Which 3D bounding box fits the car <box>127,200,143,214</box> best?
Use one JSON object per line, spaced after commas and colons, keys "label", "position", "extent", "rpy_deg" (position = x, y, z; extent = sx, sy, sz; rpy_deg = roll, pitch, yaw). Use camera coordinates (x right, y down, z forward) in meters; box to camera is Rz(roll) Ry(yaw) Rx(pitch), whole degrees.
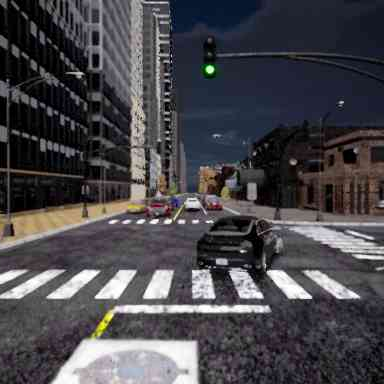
{"label": "car", "position": [-5.850, 1.552, 35.466], "extent": [1.752, 1.417, 4.829], "rpy_deg": [-1, 0, 0]}

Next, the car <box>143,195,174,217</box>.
{"label": "car", "position": [-3.104, 1.375, 31.791], "extent": [2.097, 1.767, 4.553], "rpy_deg": [0, 0, 0]}

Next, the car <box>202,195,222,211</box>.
{"label": "car", "position": [2.665, 1.471, 41.227], "extent": [1.967, 1.590, 4.097], "rpy_deg": [-1, 0, 0]}

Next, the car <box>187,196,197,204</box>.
{"label": "car", "position": [-0.004, 1.575, 64.223], "extent": [1.812, 1.442, 4.674], "rpy_deg": [0, 0, 0]}

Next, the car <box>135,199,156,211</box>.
{"label": "car", "position": [-5.680, 1.597, 41.279], "extent": [1.947, 1.339, 4.313], "rpy_deg": [-1, 0, 0]}

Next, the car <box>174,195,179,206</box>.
{"label": "car", "position": [-3.015, 1.517, 51.629], "extent": [1.882, 1.535, 5.008], "rpy_deg": [0, 0, 0]}

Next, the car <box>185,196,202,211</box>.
{"label": "car", "position": [0.088, 1.557, 41.972], "extent": [1.812, 1.442, 4.674], "rpy_deg": [0, 0, 0]}

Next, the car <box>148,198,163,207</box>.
{"label": "car", "position": [-5.684, 1.606, 52.568], "extent": [1.947, 1.339, 4.313], "rpy_deg": [-1, 0, 0]}

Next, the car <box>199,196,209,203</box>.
{"label": "car", "position": [2.656, 1.610, 75.092], "extent": [2.008, 1.369, 4.403], "rpy_deg": [-1, 0, 0]}

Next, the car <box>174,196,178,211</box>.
{"label": "car", "position": [-3.103, 1.595, 41.246], "extent": [1.994, 1.385, 4.181], "rpy_deg": [0, 0, -1]}

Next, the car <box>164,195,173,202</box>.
{"label": "car", "position": [-5.693, 1.589, 80.618], "extent": [1.752, 1.417, 4.829], "rpy_deg": [-1, 0, 0]}

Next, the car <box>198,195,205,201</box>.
{"label": "car", "position": [2.652, 1.640, 92.024], "extent": [1.947, 1.339, 4.313], "rpy_deg": [-1, 0, 0]}

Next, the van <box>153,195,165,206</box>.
{"label": "van", "position": [-5.689, 1.386, 58.212], "extent": [1.690, 1.788, 3.998], "rpy_deg": [-1, 0, 0]}

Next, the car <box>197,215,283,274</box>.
{"label": "car", "position": [1.672, 1.515, 10.754], "extent": [1.837, 1.490, 4.892], "rpy_deg": [-2, 0, 22]}

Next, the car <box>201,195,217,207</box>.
{"label": "car", "position": [2.659, 1.355, 52.516], "extent": [2.192, 1.841, 5.009], "rpy_deg": [-1, 0, 0]}

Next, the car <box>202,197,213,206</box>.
{"label": "car", "position": [2.662, 1.626, 58.159], "extent": [1.802, 1.307, 4.206], "rpy_deg": [-1, 0, 0]}
